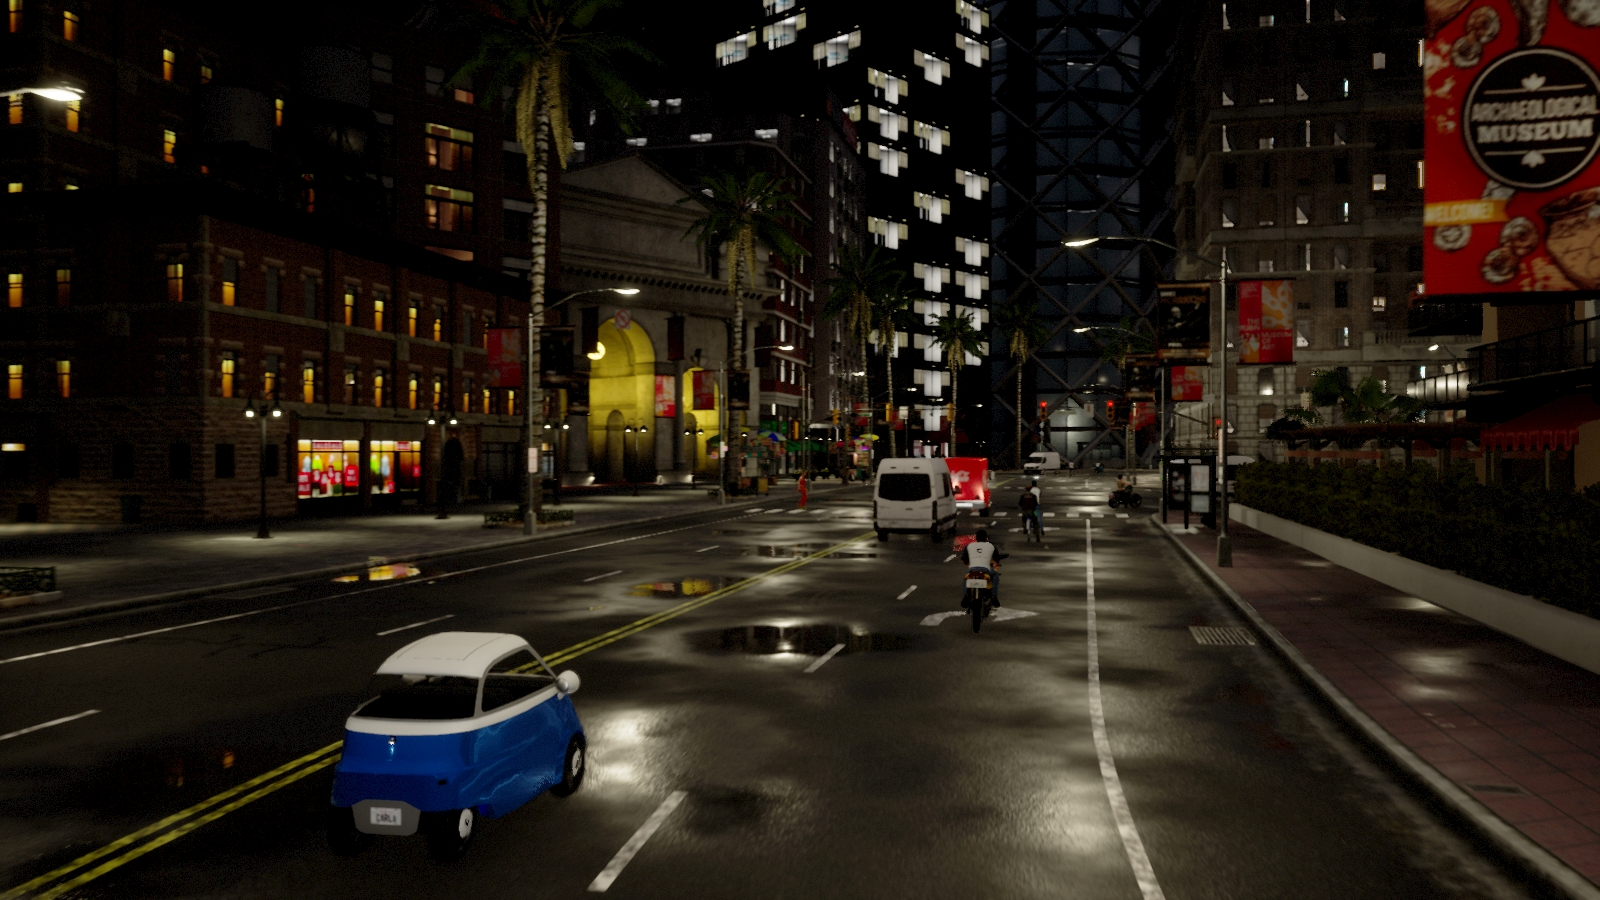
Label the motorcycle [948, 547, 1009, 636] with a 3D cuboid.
[{"bbox_3d":[2.867,2.214,18.218,0.803,1.145,2.033,0,0,13],"label":"motorcycle"}]

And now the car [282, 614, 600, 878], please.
[{"bbox_3d":[-2.596,2.119,8.703,1.481,1.376,2.207,0,0,9],"label":"car"}]

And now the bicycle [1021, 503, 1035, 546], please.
[{"bbox_3d":[6.872,2.213,34.346,0.329,1.171,1.835,0,0,14],"label":"bicycle"}]

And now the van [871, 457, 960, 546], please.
[{"bbox_3d":[3.793,1.536,36.620,1.988,2.561,5.915,0,0,14],"label":"van"}]
